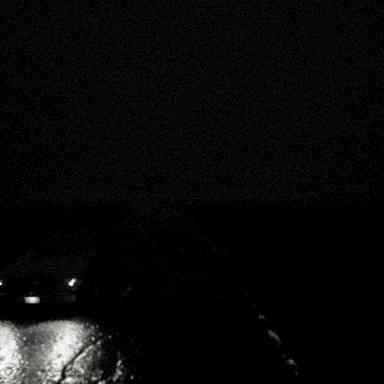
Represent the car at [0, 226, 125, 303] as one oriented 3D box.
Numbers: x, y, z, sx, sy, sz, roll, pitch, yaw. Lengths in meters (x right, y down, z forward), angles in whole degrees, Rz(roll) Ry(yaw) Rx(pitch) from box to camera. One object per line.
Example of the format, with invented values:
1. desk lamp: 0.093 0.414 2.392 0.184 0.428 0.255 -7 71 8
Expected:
1. car: -3.033 1.638 8.829 2.033 1.411 5.357 0 0 -2
